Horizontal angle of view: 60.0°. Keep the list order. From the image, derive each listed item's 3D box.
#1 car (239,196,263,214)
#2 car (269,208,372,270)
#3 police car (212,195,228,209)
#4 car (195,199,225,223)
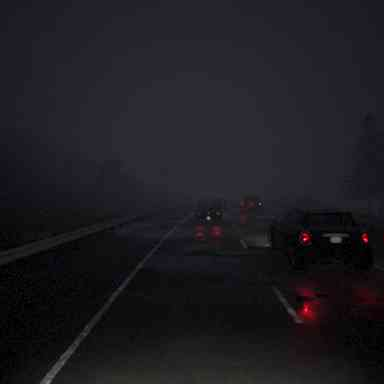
[{"bbox_3d":[5.784,1.151,33.035,2.097,1.767,4.553,0,0,7],"label":"car"},{"bbox_3d":[3.925,1.287,10.969,2.097,1.767,4.553,0,0,2],"label":"car"},{"bbox_3d":[3.400,1.171,41.298,1.930,1.638,5.238,0,0,9],"label":"police car"},{"bbox_3d":[1.309,1.450,24.344,1.895,1.301,4.718,0,0,5],"label":"car"}]
